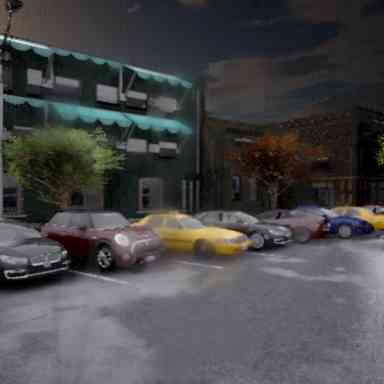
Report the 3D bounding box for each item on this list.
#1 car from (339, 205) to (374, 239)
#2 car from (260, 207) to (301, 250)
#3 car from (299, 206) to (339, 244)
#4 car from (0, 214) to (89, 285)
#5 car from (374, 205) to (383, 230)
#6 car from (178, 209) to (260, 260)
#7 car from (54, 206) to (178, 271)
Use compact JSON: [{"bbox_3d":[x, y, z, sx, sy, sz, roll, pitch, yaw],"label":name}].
[{"bbox_3d":[6.628,1.528,17.820,5.008,1.535,2.097,-1,-1,35],"label":"car"},{"bbox_3d":[1.806,1.514,14.394,4.892,1.521,2.231,-1,-1,35],"label":"car"},{"bbox_3d":[4.196,1.550,16.122,4.792,1.488,2.163,-1,-1,35],"label":"car"},{"bbox_3d":[-5.424,1.490,9.254,4.892,1.521,2.231,-1,-1,35],"label":"car"},{"bbox_3d":[8.887,1.536,19.640,5.366,1.575,1.946,-1,-1,35],"label":"car"},{"bbox_3d":[-0.444,1.500,12.583,5.366,1.575,1.946,-1,-1,35],"label":"car"},{"bbox_3d":[-3.035,1.372,10.987,4.553,1.767,2.185,-1,-1,35],"label":"car"}]
